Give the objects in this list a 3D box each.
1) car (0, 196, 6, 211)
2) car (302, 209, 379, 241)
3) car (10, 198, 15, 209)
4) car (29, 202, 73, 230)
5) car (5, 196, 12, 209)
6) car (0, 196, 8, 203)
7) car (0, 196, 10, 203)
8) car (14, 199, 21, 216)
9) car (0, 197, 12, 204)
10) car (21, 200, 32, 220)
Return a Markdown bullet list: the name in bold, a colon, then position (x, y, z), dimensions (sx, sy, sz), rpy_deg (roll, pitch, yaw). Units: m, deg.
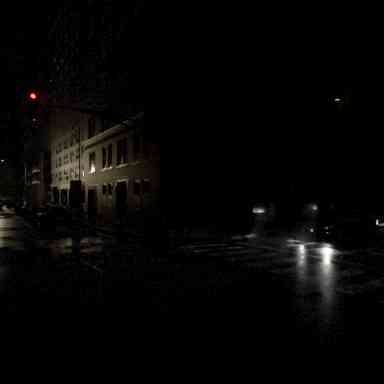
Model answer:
- **car**: position (-24.365, 1.527, 40.854), dimensions (1.812, 1.442, 4.674), rpy_deg (0, 0, -32)
- **car**: position (7.930, 1.668, 17.625), dimensions (4.892, 1.490, 1.837), rpy_deg (0, -1, -33)
- **car**: position (-17.665, 1.547, 35.054), dimensions (1.887, 1.381, 4.507), rpy_deg (1, 0, -32)
- **car**: position (-8.797, 1.568, 21.031), dimensions (1.947, 1.339, 4.313), rpy_deg (1, 0, -32)
- **car**: position (-23.578, 1.567, 44.403), dimensions (1.947, 1.339, 4.313), rpy_deg (1, 0, -32)
- **car**: position (-41.315, 1.559, 72.450), dimensions (1.947, 1.339, 4.313), rpy_deg (1, 0, -32)
- **car**: position (-38.359, 1.577, 67.775), dimensions (1.802, 1.307, 4.206), rpy_deg (1, 0, -32)
- **car**: position (-14.709, 1.553, 30.380), dimensions (2.008, 1.369, 4.403), rpy_deg (1, 0, -32)
- **car**: position (-35.402, 1.562, 63.101), dimensions (1.947, 1.339, 4.313), rpy_deg (1, 0, -32)
- **car**: position (-11.753, 1.547, 25.706), dimensions (1.887, 1.381, 4.507), rpy_deg (1, 0, -32)
